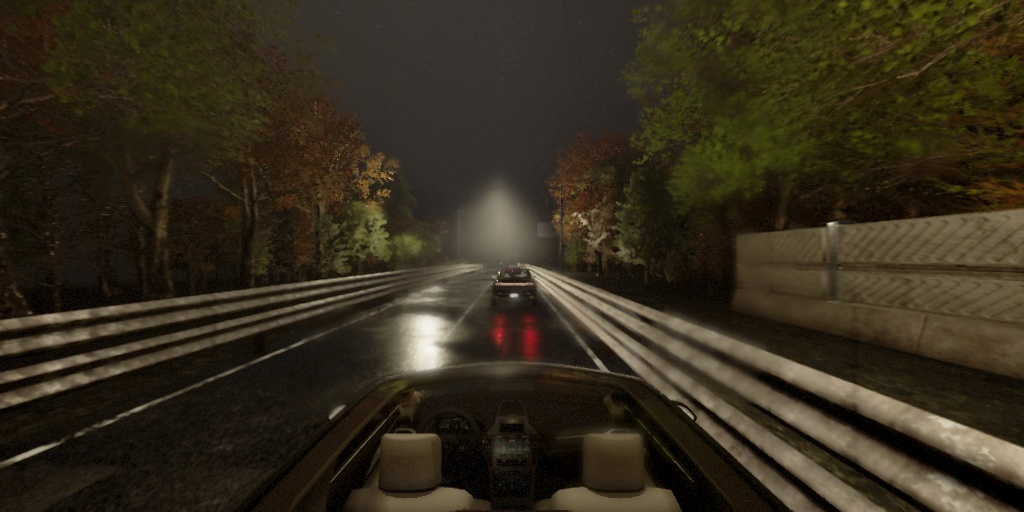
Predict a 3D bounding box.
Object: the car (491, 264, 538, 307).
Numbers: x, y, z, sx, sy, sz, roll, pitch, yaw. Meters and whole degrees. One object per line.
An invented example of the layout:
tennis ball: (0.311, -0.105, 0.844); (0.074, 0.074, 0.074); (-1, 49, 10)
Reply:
car: (0.098, 1.290, 15.868); (2.128, 1.511, 4.902); (0, 0, 0)

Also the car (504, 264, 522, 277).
car: (0.100, 1.664, 42.187); (1.994, 1.385, 4.181); (0, -1, 0)
